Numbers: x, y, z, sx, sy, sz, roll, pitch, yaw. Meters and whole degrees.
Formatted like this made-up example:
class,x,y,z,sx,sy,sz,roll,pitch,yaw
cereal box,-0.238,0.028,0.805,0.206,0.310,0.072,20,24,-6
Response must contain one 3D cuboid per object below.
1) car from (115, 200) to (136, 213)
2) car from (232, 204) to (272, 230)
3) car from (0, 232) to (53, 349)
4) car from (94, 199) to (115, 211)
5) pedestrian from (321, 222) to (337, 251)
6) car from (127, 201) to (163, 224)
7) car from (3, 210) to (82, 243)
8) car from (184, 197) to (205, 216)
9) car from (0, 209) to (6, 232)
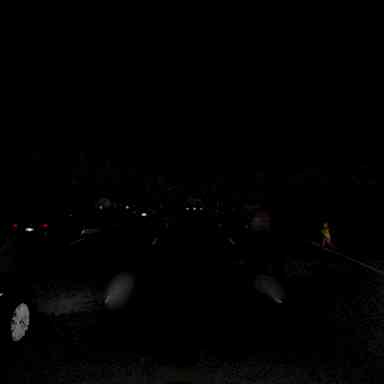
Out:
class,x,y,z,sx,sy,sz,roll,pitch,yaw
car,-6.743,1.553,36.738,1.994,1.385,4.181,0,0,0
car,3.691,1.471,21.000,1.882,1.535,5.008,0,0,0
car,-3.397,1.505,3.354,1.837,1.490,4.892,0,0,0
car,-10.230,1.514,39.646,1.812,1.442,4.674,0,0,0
pedestrian,5.098,1.670,12.469,0.500,1.100,0.500,0,0,0
car,-3.293,1.556,24.883,1.994,1.385,4.181,0,0,0
car,-6.832,1.559,16.033,1.994,1.385,4.181,0,0,0
car,0.237,1.537,32.144,2.033,1.411,5.357,0,0,0
car,-10.328,1.542,17.005,2.033,1.411,5.357,0,0,0
